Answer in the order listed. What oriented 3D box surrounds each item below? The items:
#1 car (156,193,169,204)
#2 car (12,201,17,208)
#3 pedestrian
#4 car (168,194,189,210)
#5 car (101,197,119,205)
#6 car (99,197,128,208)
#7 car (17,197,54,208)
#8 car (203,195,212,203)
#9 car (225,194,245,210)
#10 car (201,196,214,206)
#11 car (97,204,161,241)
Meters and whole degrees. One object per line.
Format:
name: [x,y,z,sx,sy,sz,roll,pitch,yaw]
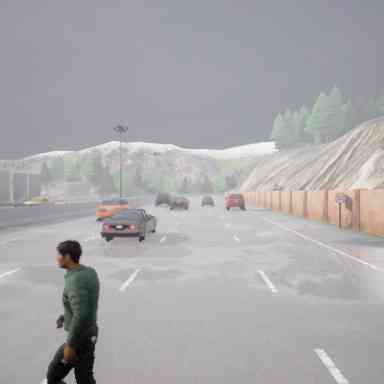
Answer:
car: [-4.452,1.218,53.322,2.150,2.045,5.566,0,0,3]
car: [-22.600,1.506,45.694,1.837,1.490,4.892,0,0,3]
pedestrian: [-1.061,1.294,3.035,0.375,1.860,0.375,0,0,1]
car: [-1.490,1.353,43.468,2.097,1.767,4.553,0,0,3]
car: [-14.812,1.601,60.624,1.895,1.301,4.718,0,0,3]
car: [-5.993,1.353,26.772,2.097,1.767,4.553,0,0,3]
car: [-19.321,1.477,41.898,1.882,1.535,5.008,0,0,3]
car: [3.200,1.478,69.624,1.882,1.535,5.008,0,0,2]
car: [5.439,1.222,42.095,2.150,2.045,5.566,0,0,4]
car: [2.540,1.491,53.255,2.128,1.511,4.902,0,0,3]
car: [-2.982,1.547,16.685,2.033,1.411,5.357,0,0,2]
